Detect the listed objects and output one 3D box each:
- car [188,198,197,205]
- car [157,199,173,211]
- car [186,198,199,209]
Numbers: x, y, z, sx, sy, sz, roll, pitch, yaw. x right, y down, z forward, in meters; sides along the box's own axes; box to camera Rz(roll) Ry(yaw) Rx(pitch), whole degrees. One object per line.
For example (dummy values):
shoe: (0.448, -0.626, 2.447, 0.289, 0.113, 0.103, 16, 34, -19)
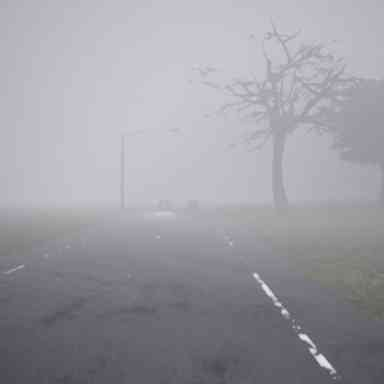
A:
car: (0.127, 1.907, 69.207, 1.812, 1.442, 4.674, 0, 0, 0)
car: (-3.522, 1.730, 44.176, 2.128, 1.511, 4.902, 0, 0, 1)
car: (0.120, 1.819, 49.922, 2.033, 1.411, 5.357, 0, 0, 0)
